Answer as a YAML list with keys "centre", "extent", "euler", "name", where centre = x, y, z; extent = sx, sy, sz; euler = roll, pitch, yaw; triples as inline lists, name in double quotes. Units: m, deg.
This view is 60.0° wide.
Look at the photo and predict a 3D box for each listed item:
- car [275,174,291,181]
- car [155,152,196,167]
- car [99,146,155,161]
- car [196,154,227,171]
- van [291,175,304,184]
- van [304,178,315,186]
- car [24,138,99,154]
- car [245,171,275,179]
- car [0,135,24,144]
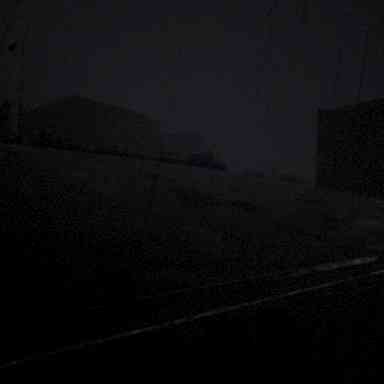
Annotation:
- centre: [12.640, -1.865, 50.345]
  extent: [2.002, 1.452, 4.674]
  euler: [1, -3, 40]
  name: "car"
- centre: [-2.276, -3.151, 33.963]
  extent: [4.553, 1.767, 2.185]
  euler: [3, -2, -45]
  name: "car"
- centre: [-6.281, -3.255, 29.997]
  extent: [4.892, 1.521, 2.231]
  euler: [3, -2, -43]
  name: "car"
- centre: [1.638, -3.025, 37.982]
  extent: [2.435, 2.045, 5.566]
  euler: [1, -2, 44]
  name: "car"
- centre: [16.272, -1.790, 54.709]
  extent: [1.878, 1.987, 4.442]
  euler: [1, -3, 40]
  name: "van"
- centre: [19.696, -1.437, 59.048]
  extent: [1.878, 1.987, 4.442]
  euler: [1, -3, 39]
  name: "van"
- centre: [-10.216, -3.421, 26.271]
  extent: [4.674, 1.452, 2.002]
  euler: [3, -2, -42]
  name: "car"
- centre: [9.040, -2.176, 46.142]
  extent: [2.002, 1.452, 4.674]
  euler: [1, -2, 42]
  name: "car"
- centre: [-14.384, -3.583, 26.476]
  extent: [4.902, 1.511, 2.128]
  euler: [3, -1, -42]
  name: "car"
